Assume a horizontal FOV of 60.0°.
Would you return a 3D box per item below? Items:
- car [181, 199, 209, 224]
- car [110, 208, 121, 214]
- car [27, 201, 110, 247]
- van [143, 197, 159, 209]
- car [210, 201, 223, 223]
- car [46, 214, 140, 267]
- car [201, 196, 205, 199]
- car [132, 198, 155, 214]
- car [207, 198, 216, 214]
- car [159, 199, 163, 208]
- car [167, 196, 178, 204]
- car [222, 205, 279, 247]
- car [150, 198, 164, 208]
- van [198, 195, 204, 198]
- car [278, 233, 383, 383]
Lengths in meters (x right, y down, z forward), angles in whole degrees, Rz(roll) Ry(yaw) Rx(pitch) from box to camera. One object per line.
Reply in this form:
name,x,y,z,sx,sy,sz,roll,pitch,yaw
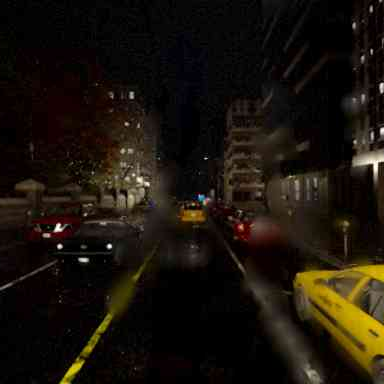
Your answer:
car,0.097,1.576,25.639,1.801,1.575,5.366,0,0,0
car,-5.684,1.646,21.133,1.887,1.381,4.507,1,0,0
car,-5.681,1.392,15.520,2.192,1.841,5.009,1,0,0
van,-5.683,1.531,43.588,1.690,1.788,3.998,1,0,0
car,2.696,1.669,26.713,1.887,1.381,4.507,1,0,0
car,-3.102,1.660,11.753,1.895,1.301,4.718,0,0,0
car,2.693,1.757,54.969,1.752,1.417,4.829,1,0,0
car,-5.685,1.693,37.804,1.752,1.417,4.829,1,0,0
car,2.695,1.713,37.949,1.887,1.381,4.507,1,0,0
car,-5.685,1.651,49.201,1.967,1.590,4.097,1,0,0
car,-3.006,1.390,52.311,1.994,1.385,4.181,0,0,0
car,2.698,1.516,15.479,1.967,1.590,4.097,1,0,0
car,-5.687,1.756,54.645,1.752,1.417,4.829,1,0,0
van,2.693,1.687,92.792,1.690,1.788,3.998,1,0,0
car,2.698,1.548,4.413,1.752,1.417,4.829,1,0,0
